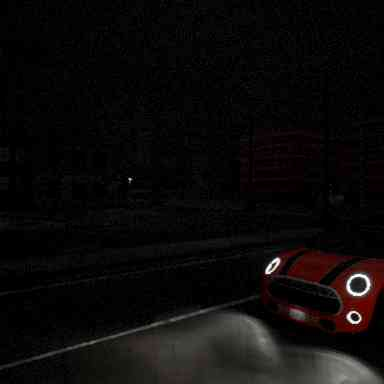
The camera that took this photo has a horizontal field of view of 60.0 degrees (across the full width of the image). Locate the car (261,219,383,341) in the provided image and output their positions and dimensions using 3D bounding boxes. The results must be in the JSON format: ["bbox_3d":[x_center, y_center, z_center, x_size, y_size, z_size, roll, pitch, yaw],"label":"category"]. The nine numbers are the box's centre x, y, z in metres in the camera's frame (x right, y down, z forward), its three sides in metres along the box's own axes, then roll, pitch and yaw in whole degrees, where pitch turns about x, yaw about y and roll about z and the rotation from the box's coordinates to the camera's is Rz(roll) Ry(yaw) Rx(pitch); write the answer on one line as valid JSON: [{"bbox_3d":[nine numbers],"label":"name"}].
[{"bbox_3d":[3.477,1.383,6.698,4.553,1.767,2.097,0,0,-37],"label":"car"}]
